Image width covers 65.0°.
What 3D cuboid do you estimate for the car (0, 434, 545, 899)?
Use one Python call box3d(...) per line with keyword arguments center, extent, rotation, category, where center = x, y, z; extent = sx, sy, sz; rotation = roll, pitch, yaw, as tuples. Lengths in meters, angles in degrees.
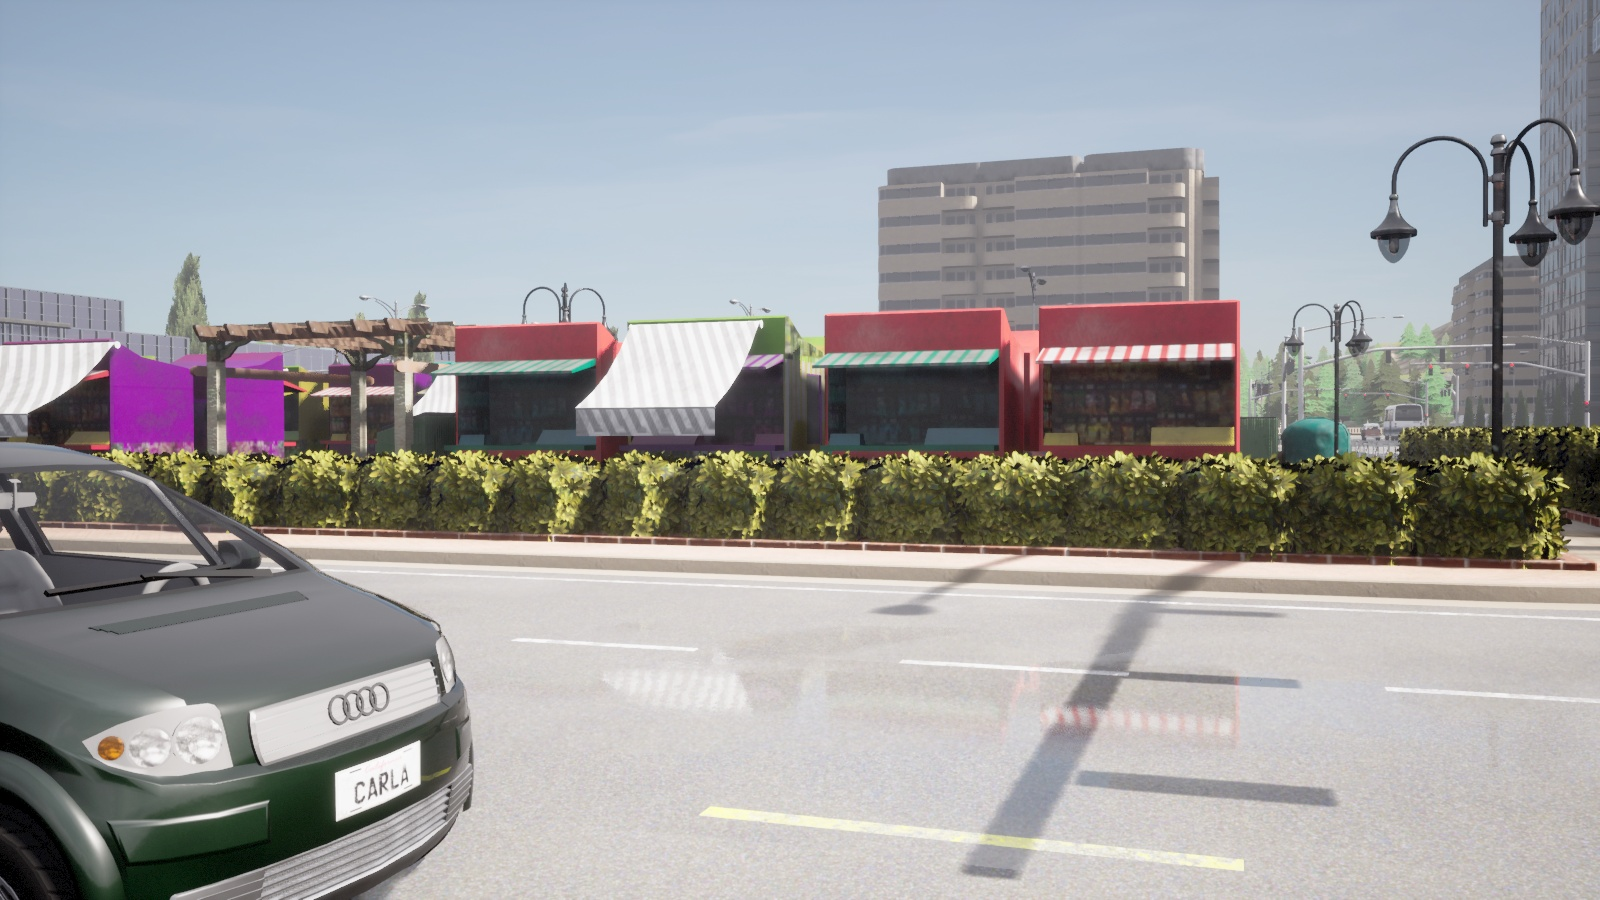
box3d(center=(-2.942, 0.727, 4.181), extent=(3.705, 1.549, 1.789), rotation=(0, 1, 19), category="car")
